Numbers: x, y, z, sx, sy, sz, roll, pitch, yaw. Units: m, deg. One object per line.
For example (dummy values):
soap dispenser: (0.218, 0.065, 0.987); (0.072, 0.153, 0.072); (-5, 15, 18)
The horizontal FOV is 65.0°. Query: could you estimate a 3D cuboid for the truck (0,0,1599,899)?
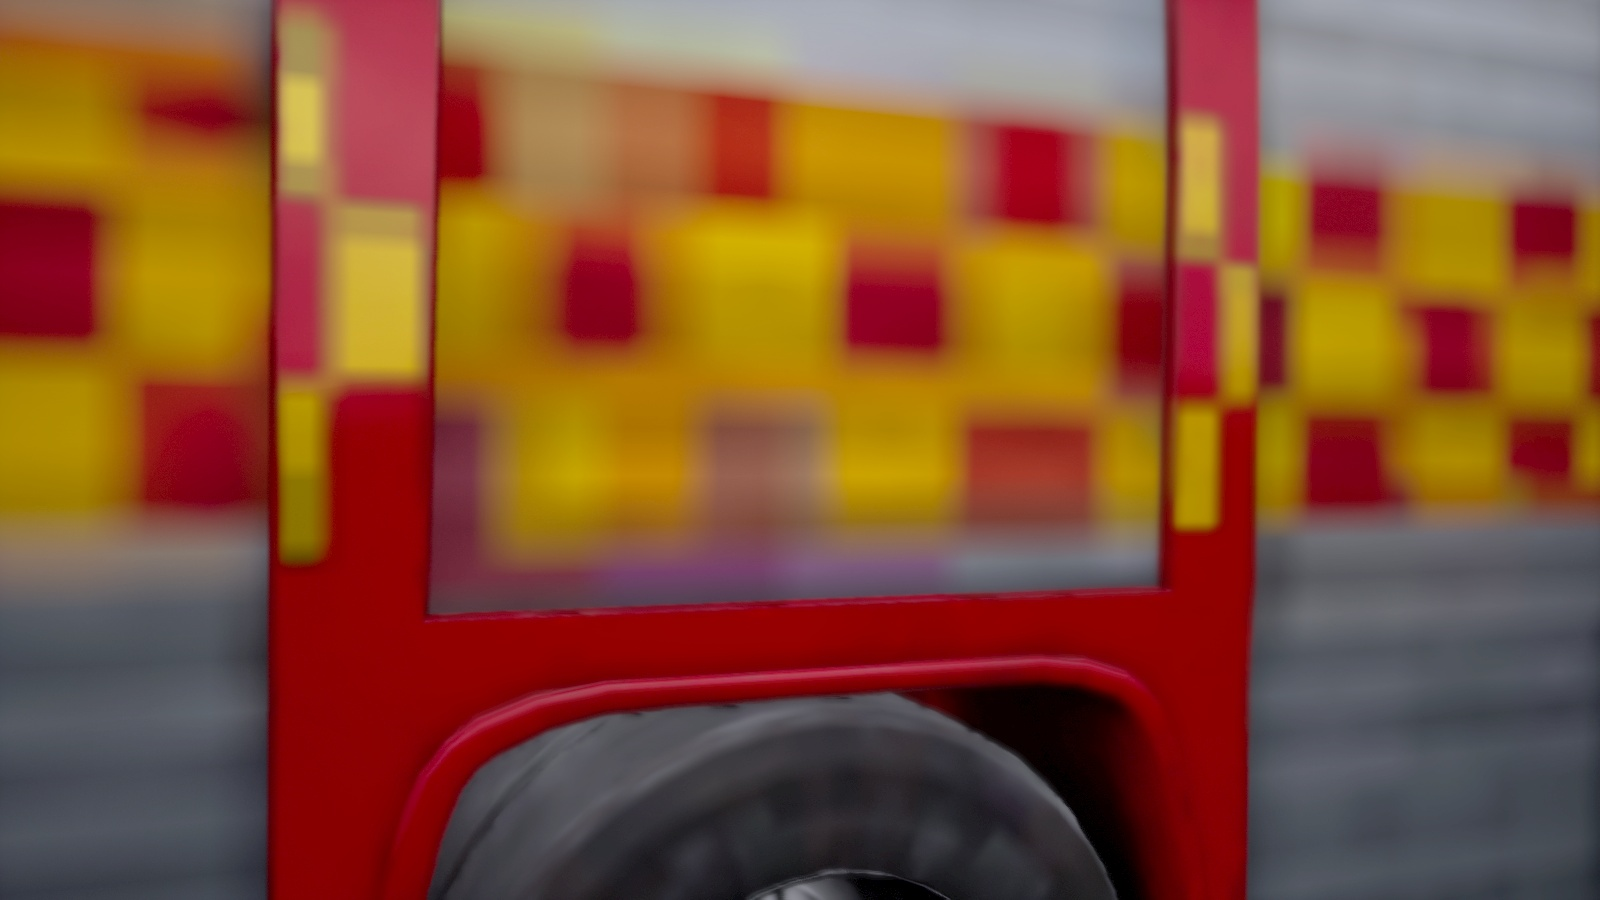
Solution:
truck: (-3.010, -0.367, 2.082); (8.468, 3.827, 2.891); (-1, 1, -21)
